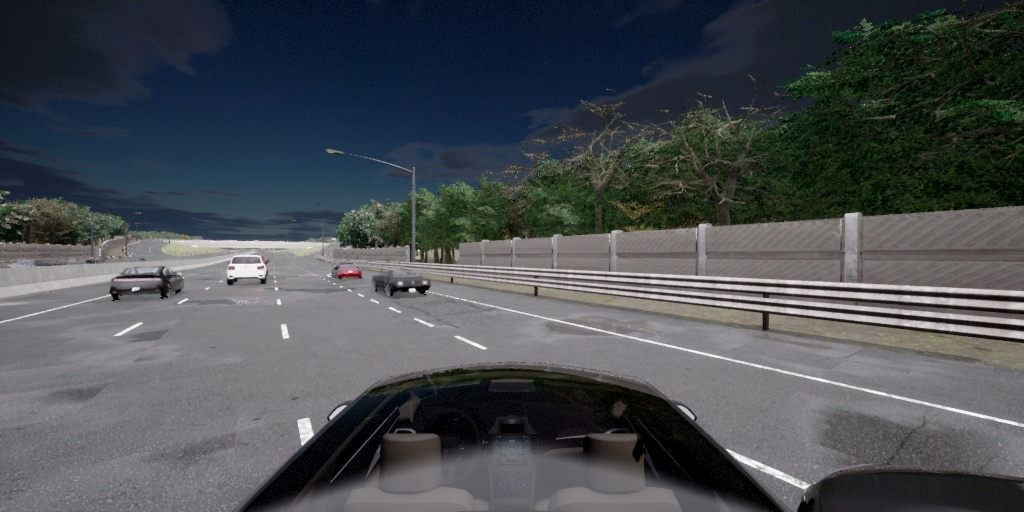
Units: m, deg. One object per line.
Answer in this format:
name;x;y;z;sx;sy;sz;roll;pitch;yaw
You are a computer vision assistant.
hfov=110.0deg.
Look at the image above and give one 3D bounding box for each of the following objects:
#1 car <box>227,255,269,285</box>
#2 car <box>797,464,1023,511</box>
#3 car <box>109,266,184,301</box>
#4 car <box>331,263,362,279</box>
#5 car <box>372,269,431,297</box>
car;-19.275;0.957;26.216;2.150;2.045;5.566;0;0;-34
car;2.985;1.315;0.468;4.181;1.385;1.994;0;0;34
car;-17.643;1.233;17.511;2.128;1.511;4.902;0;0;-34
car;-14.910;1.298;32.273;1.994;1.385;4.181;0;0;-34
car;-6.035;1.347;19.077;1.895;1.301;4.718;0;0;-34
